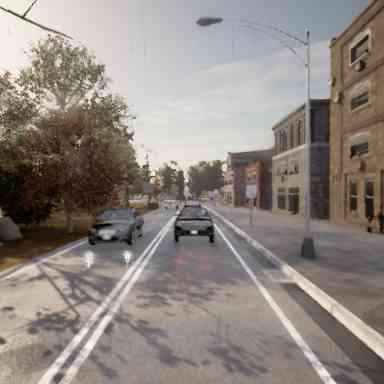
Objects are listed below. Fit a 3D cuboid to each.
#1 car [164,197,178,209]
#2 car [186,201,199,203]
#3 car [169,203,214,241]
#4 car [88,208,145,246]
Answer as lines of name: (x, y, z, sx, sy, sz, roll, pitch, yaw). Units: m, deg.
car: (-3.447, 1.798, 55.817, 2.150, 2.045, 5.566, 0, -1, 0)
car: (0.049, 1.689, 34.969, 1.882, 1.535, 5.008, 0, -1, 0)
car: (0.090, 1.527, 16.758, 2.128, 1.511, 4.902, 0, 0, 0)
car: (-3.358, 1.521, 15.510, 2.128, 1.511, 4.902, 0, 0, 0)
